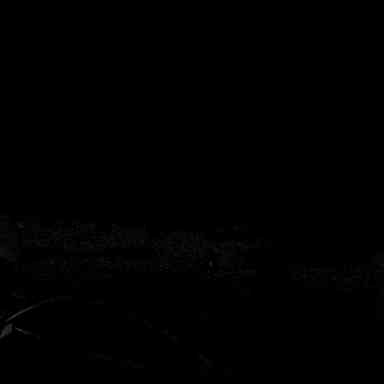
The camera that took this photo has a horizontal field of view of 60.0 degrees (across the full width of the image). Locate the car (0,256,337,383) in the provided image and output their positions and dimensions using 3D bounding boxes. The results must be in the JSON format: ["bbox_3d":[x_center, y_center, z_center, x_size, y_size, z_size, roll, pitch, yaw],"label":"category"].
[{"bbox_3d":[-0.758,1.556,3.505,4.313,1.339,1.947,0,0,35],"label":"car"}]
